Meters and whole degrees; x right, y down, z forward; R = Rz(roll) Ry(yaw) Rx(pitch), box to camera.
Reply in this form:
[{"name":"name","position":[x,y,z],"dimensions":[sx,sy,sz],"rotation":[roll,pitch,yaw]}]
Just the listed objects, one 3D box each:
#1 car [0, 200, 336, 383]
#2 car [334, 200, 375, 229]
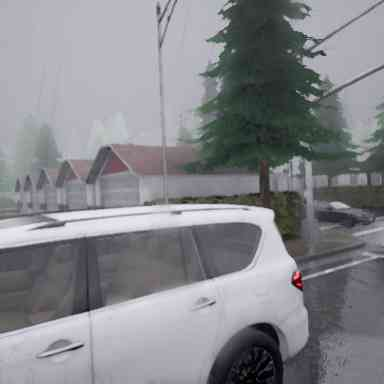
[{"name":"car","position":[-1.326,1.219,3.039],"dimensions":[5.566,2.045,2.150],"rotation":[-2,0,-34]},{"name":"car","position":[7.863,1.180,18.991],"dimensions":[1.812,1.442,4.674],"rotation":[-3,1,-34]}]
